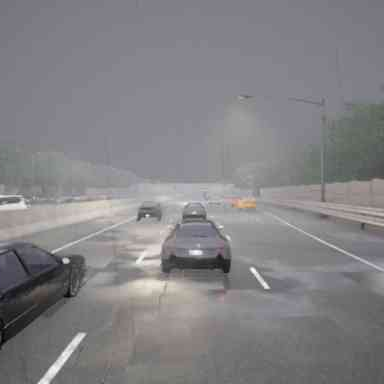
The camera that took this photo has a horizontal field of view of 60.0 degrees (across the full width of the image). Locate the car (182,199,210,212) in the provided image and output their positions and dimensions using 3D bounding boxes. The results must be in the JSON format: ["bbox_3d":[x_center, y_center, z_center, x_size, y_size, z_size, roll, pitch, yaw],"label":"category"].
[{"bbox_3d":[0.195,1.583,27.870,1.994,1.385,4.181,0,0,0],"label":"car"}]

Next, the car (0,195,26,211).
[{"bbox_3d":[-14.026,1.236,23.788,2.150,2.045,5.566,0,0,0],"label":"car"}]

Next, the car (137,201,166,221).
[{"bbox_3d":[-3.309,1.524,27.362,1.837,1.490,4.892,0,0,0],"label":"car"}]

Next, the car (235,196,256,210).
[{"bbox_3d":[7.083,1.526,42.975,1.882,1.535,5.008,0,0,2],"label":"car"}]

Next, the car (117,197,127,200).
[{"bbox_3d":[-13.551,1.715,64.549,1.895,1.301,4.718,0,0,1],"label":"car"}]

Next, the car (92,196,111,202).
[{"bbox_3d":[-17.053,1.616,64.551,2.128,1.511,4.902,0,0,1],"label":"car"}]

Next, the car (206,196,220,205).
[{"bbox_3d":[3.886,1.697,59.313,1.895,1.301,4.718,0,0,1],"label":"car"}]

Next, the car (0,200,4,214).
[{"bbox_3d":[-20.964,1.574,32.569,2.033,1.411,5.357,0,0,1],"label":"car"}]

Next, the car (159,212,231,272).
[{"bbox_3d":[0.119,1.570,10.791,1.994,1.385,4.181,0,0,0],"label":"car"}]

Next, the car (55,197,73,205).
[{"bbox_3d":[-24.078,1.610,62.685,2.128,1.511,4.902,0,0,1],"label":"car"}]

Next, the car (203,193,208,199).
[{"bbox_3d":[4.390,1.718,91.227,1.812,1.442,4.674,0,0,1],"label":"car"}]

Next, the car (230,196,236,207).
[{"bbox_3d":[7.313,1.429,53.152,2.097,1.767,4.553,0,0,1],"label":"car"}]

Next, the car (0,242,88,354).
[{"bbox_3d":[-3.394,1.550,5.455,2.033,1.411,5.357,0,0,0],"label":"car"}]

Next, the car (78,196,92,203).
[{"bbox_3d":[-20.550,1.589,64.421,1.882,1.535,5.008,0,0,1],"label":"car"}]
